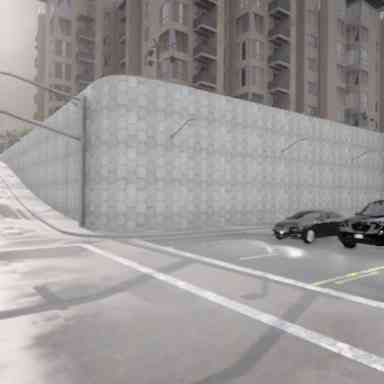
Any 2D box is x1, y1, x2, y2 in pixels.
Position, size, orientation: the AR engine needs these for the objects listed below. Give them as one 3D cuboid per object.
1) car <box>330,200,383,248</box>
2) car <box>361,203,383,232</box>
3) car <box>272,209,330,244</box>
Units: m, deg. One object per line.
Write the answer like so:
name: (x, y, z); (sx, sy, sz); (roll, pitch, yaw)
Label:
car: (8.734, 1.401, 14.522); (5.566, 2.045, 2.150); (1, 0, -35)
car: (13.565, 1.629, 22.274); (4.553, 1.767, 2.097); (1, 0, -36)
car: (6.183, 1.677, 17.006); (4.892, 1.490, 1.837); (1, 0, -36)
